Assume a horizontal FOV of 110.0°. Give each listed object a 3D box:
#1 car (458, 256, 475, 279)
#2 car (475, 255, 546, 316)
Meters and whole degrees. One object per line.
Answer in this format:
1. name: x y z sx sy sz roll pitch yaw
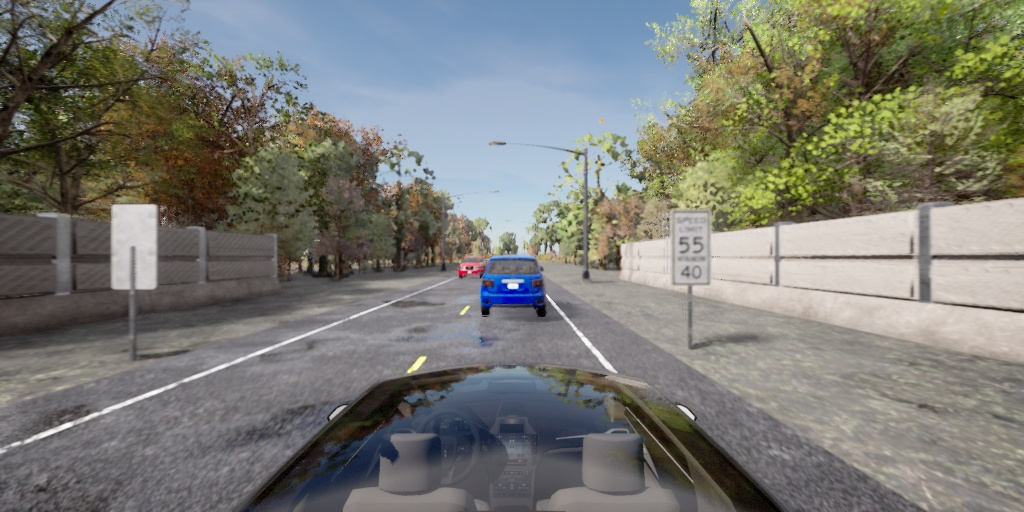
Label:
1. car: -3.585 1.010 33.253 2.150 2.045 5.566 0 0 1
2. car: 0.051 0.990 13.549 2.150 2.045 5.566 0 0 0
